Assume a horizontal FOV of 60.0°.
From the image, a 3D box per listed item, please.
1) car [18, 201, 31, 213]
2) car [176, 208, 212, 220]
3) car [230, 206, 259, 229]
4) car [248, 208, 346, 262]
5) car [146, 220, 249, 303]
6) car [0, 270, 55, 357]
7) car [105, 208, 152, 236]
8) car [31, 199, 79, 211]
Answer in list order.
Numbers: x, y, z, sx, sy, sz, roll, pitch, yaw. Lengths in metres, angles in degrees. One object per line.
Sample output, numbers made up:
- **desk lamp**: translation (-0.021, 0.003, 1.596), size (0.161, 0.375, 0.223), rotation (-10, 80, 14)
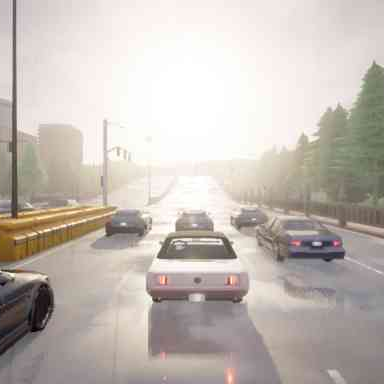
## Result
- **car**: translation (-13.976, 1.509, 25.730), size (1.837, 1.490, 4.892), rotation (0, 0, 0)
- **car**: translation (0.124, 1.564, 18.019), size (1.994, 1.385, 4.181), rotation (0, 0, 0)
- **car**: translation (3.626, 1.564, 21.386), size (1.994, 1.385, 4.181), rotation (0, 0, 0)
- **car**: translation (3.615, 1.547, 12.144), size (2.033, 1.411, 5.357), rotation (0, 0, 0)
- **car**: translation (0.109, 1.601, 8.169), size (1.895, 1.301, 4.718), rotation (0, 0, 0)
- **car**: translation (-3.395, 1.564, 4.157), size (1.994, 1.385, 4.181), rotation (0, 0, 0)
- **car**: translation (-3.377, 1.564, 18.376), size (1.994, 1.385, 4.181), rotation (0, 0, 0)
- **car**: translation (-10.467, 1.359, 26.507), size (2.097, 1.767, 4.553), rotation (0, 0, 0)
